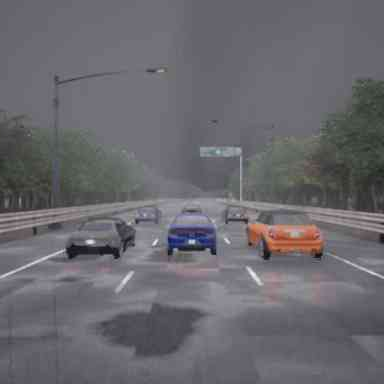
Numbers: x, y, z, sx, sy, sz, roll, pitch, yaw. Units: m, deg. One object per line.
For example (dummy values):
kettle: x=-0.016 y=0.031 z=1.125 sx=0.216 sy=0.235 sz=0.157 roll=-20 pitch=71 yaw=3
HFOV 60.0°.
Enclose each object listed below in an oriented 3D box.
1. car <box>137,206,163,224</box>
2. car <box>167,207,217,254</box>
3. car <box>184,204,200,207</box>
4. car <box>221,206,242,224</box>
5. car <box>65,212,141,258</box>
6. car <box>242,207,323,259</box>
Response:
car: x=-3.516 y=1.850 z=27.520 sx=2.033 sy=1.411 sz=5.357 roll=0 pitch=-1 yaw=0
car: x=0.013 y=1.631 z=14.252 sx=1.882 sy=1.535 sz=5.008 roll=0 pitch=0 yaw=0
car: x=-0.007 y=1.821 z=28.490 sx=1.837 sy=1.490 sz=4.892 roll=0 pitch=0 yaw=0
car: x=3.484 y=1.850 z=27.526 sx=2.033 sy=1.411 sz=5.357 roll=0 pitch=-1 yaw=0
car: x=-3.492 y=1.709 z=13.466 sx=1.994 sy=1.385 sz=4.181 roll=0 pitch=-1 yaw=0
car: x=3.507 y=1.496 z=13.422 sx=2.097 sy=1.767 sz=4.553 roll=0 pitch=-1 yaw=0
